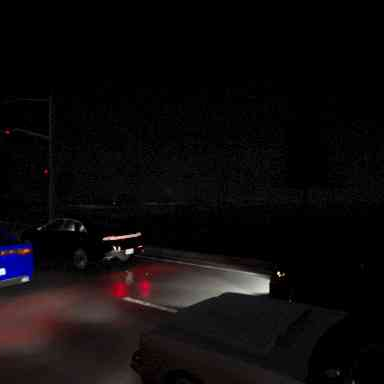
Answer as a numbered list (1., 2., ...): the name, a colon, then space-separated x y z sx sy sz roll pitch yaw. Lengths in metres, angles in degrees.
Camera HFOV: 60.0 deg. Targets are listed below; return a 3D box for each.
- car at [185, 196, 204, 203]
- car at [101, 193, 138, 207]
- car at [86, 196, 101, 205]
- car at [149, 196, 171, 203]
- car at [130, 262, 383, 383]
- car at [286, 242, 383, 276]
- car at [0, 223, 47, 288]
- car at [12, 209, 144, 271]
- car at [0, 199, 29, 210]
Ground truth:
1. car: 0.484 1.493 68.148 2.128 1.511 4.902 0 0 36
2. car: -10.889 1.223 52.015 2.150 2.045 5.566 0 0 35
3. car: -15.921 1.504 57.029 1.837 1.490 4.892 0 0 35
4. car: -6.624 1.540 70.210 2.033 1.411 5.357 0 0 35
5. car: 1.716 1.601 2.770 4.718 1.301 1.895 0 0 36
6. car: 3.502 1.564 5.788 4.181 1.385 1.994 0 0 36
7. car: -5.899 1.478 8.186 5.008 1.535 1.882 0 0 36
8. car: -3.764 1.492 10.962 4.902 1.511 2.128 0 0 36
9. car: -21.031 1.492 37.432 2.128 1.511 4.902 0 0 35
